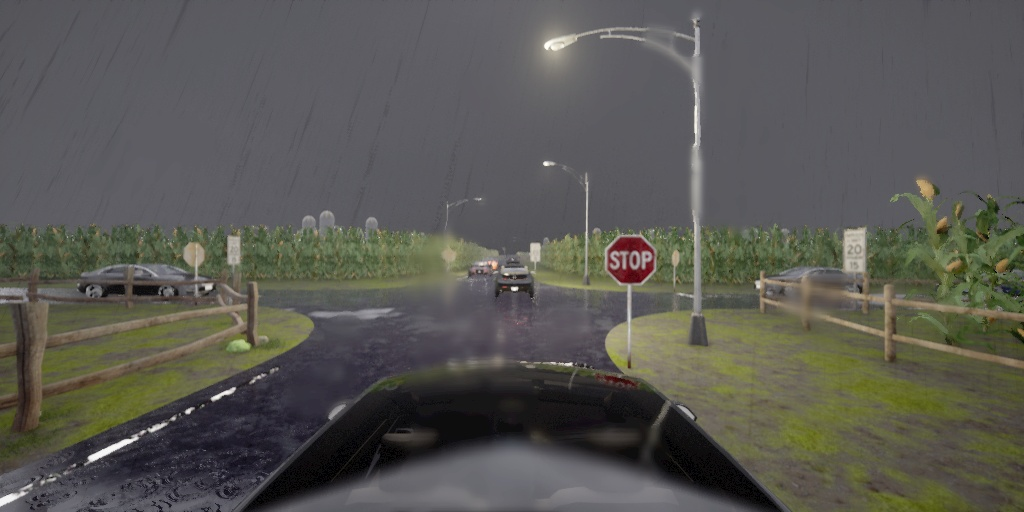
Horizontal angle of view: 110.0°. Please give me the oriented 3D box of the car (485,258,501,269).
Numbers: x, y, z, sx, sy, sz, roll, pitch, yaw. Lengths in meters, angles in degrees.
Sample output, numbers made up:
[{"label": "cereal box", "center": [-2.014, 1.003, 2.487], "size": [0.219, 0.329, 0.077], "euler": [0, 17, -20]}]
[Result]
[{"label": "car", "center": [-2.775, 1.012, 53.402], "size": [2.128, 1.511, 4.902], "euler": [0, 0, 0]}]

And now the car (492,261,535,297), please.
[{"label": "car", "center": [0.123, 1.195, 18.492], "size": [1.837, 1.490, 4.892], "euler": [0, 0, 0]}]

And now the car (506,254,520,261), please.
[{"label": "car", "center": [0.160, 0.706, 60.483], "size": [2.150, 2.045, 5.566], "euler": [0, 0, 0]}]

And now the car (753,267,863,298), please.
[{"label": "car", "center": [14.860, 1.296, 18.012], "size": [4.902, 1.511, 2.128], "euler": [0, 0, 1]}]

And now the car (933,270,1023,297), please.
[{"label": "car", "center": [24.670, 1.420, 17.910], "size": [5.357, 1.411, 2.033], "euler": [0, 0, 1]}]

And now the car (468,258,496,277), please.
[{"label": "car", "center": [-2.819, 1.180, 33.003], "size": [1.994, 1.385, 4.181], "euler": [0, 0, 0]}]

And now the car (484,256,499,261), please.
[{"label": "car", "center": [-2.796, 0.922, 43.092], "size": [2.097, 1.767, 4.553], "euler": [0, 0, 0]}]

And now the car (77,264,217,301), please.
[{"label": "car", "center": [-15.527, 1.088, 15.437], "size": [4.902, 1.511, 2.128], "euler": [0, 0, -1]}]
